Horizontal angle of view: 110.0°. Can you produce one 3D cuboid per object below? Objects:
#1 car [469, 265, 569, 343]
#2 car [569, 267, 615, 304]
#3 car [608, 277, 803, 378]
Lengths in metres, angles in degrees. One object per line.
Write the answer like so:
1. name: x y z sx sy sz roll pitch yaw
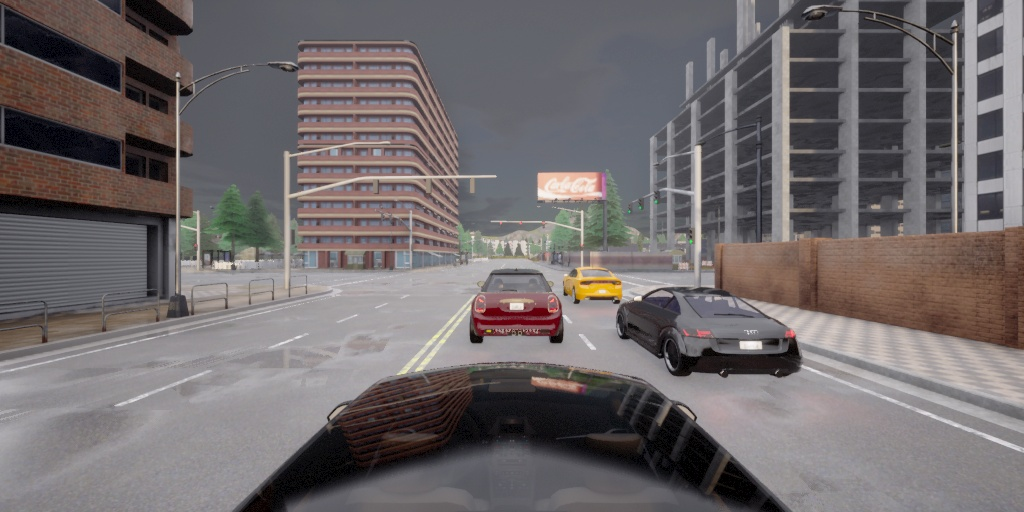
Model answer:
1. car: 0.100 1.102 9.814 2.097 1.767 4.553 0 0 0
2. car: 3.498 1.228 16.343 1.882 1.535 5.008 0 0 0
3. car: 3.598 1.314 7.410 1.994 1.385 4.181 0 0 0
